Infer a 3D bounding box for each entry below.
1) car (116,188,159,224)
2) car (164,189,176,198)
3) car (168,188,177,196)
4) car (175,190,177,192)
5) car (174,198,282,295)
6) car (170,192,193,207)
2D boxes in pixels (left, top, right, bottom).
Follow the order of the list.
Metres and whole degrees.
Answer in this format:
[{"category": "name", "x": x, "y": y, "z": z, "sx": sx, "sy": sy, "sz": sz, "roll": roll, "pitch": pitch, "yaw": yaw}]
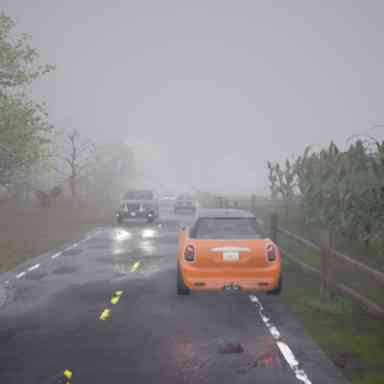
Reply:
[{"category": "car", "x": -3.315, "y": 0.810, "z": 21.181, "sx": 2.150, "sy": 2.045, "sz": 5.566, "roll": 0, "pitch": 1, "yaw": -1}, {"category": "car", "x": -4.143, "y": 0.312, "z": 61.732, "sx": 2.033, "sy": 1.411, "sz": 5.357, "roll": 0, "pitch": 1, "yaw": -1}, {"category": "car", "x": -4.404, "y": -0.047, "z": 75.353, "sx": 1.882, "sy": 1.535, "sz": 5.008, "roll": 0, "pitch": 1, "yaw": -1}, {"category": "car", "x": -0.921, "y": 0.682, "z": 44.920, "sx": 1.994, "sy": 1.385, "sz": 4.181, "roll": 0, "pitch": 1, "yaw": -1}, {"category": "car", "x": 0.717, "y": 1.190, "z": 8.426, "sx": 2.097, "sy": 1.767, "sz": 4.553, "roll": 0, "pitch": 1, "yaw": -1}, {"category": "car", "x": -0.618, "y": 0.978, "z": 29.336, "sx": 2.033, "sy": 1.411, "sz": 5.357, "roll": 0, "pitch": 1, "yaw": -1}]
